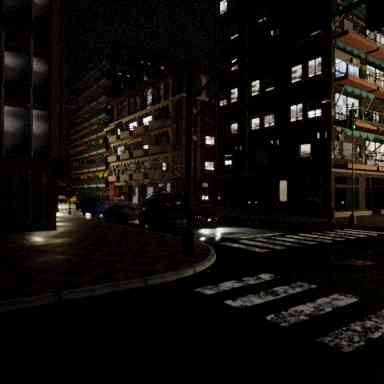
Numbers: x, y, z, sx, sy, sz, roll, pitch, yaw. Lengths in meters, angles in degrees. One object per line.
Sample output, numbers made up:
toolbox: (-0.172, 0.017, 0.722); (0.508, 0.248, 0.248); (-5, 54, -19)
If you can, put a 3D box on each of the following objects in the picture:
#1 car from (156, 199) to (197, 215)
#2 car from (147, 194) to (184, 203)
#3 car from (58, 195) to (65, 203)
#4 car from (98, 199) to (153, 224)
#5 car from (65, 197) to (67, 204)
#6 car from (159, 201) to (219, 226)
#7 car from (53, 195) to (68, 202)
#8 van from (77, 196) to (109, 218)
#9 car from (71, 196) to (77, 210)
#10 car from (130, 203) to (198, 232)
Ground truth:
car: (-1.662, 1.488, 34.008); (1.752, 1.417, 4.829); (0, 0, -36)
car: (-2.803, 1.173, 31.160); (2.150, 2.045, 5.566); (0, 0, -36)
car: (-24.448, 1.456, 61.261); (2.033, 1.411, 5.357); (0, 0, -35)
car: (-4.963, 1.459, 24.242); (1.752, 1.417, 4.829); (0, 0, -36)
car: (-21.491, 1.447, 61.605); (1.752, 1.417, 4.829); (0, 0, -36)
car: (-0.100, 1.518, 21.903); (1.994, 1.385, 4.181); (0, 0, -36)
car: (-28.001, 1.360, 70.665); (1.967, 1.590, 4.097); (0, 0, -36)
van: (-8.367, 1.265, 28.981); (1.690, 1.788, 3.998); (0, 0, -36)
car: (-12.068, 1.428, 38.587); (1.837, 1.490, 4.892); (0, 0, -35)
car: (-1.759, 1.526, 19.781); (1.802, 1.307, 4.206); (0, 0, -36)
